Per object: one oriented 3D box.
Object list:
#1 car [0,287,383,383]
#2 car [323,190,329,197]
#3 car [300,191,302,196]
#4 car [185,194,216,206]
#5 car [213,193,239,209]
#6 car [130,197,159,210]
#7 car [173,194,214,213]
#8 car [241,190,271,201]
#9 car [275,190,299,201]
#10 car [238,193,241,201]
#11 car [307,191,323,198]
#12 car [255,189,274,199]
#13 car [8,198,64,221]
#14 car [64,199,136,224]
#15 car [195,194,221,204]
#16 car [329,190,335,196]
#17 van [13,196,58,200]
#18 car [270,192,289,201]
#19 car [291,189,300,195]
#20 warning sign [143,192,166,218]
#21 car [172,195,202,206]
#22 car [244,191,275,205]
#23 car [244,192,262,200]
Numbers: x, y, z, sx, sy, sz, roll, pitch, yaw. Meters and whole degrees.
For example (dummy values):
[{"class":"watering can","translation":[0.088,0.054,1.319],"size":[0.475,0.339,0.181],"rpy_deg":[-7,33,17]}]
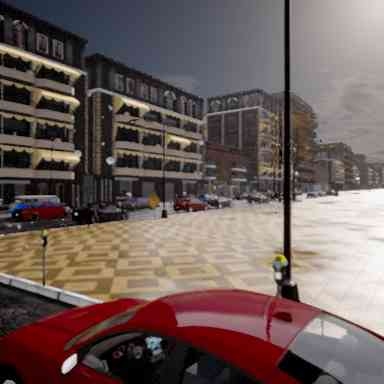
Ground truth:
[{"class":"car","translation":[0.056,1.554,2.824],"size":[4.507,1.381,1.887],"rpy_deg":[0,0,35]},{"class":"car","translation":[28.380,0.488,73.882],"size":[2.008,1.369,4.403],"rpy_deg":[1,2,35]},{"class":"car","translation":[27.802,0.299,87.810],"size":[1.887,1.381,4.507],"rpy_deg":[1,2,35]},{"class":"car","translation":[1.221,1.063,44.675],"size":[1.812,1.442,4.674],"rpy_deg":[0,1,35]},{"class":"car","translation":[3.094,1.176,37.202],"size":[2.008,1.369,4.403],"rpy_deg":[1,2,35]},{"class":"car","translation":[-5.678,1.275,34.699],"size":[2.033,1.411,5.357],"rpy_deg":[0,1,34]},{"class":"car","translation":[-0.067,1.257,32.617],"size":[1.887,1.381,4.507],"rpy_deg":[1,2,35]},{"class":"car","translation":[10.143,0.861,52.012],"size":[2.128,1.511,4.902],"rpy_deg":[0,1,35]},{"class":"car","translation":[15.834,0.802,55.683],"size":[1.752,1.417,4.829],"rpy_deg":[1,2,35]},{"class":"car","translation":[8.838,0.833,60.300],"size":[1.947,1.339,4.313],"rpy_deg":[1,2,35]},{"class":"car","translation":[25.220,0.573,69.299],"size":[2.008,1.369,4.403],"rpy_deg":[1,2,35]},{"class":"car","translation":[15.161,0.411,69.465],"size":[2.192,1.841,5.009],"rpy_deg":[1,2,35]},{"class":"car","translation":[-11.693,1.458,25.974],"size":[1.994,1.385,4.181],"rpy_deg":[0,1,34]},{"class":"car","translation":[-6.388,1.454,23.448],"size":[1.947,1.339,4.313],"rpy_deg":[1,2,35]},{"class":"car","translation":[2.516,0.990,51.130],"size":[2.008,1.369,4.403],"rpy_deg":[1,2,35]},{"class":"car","translation":[34.702,0.207,83.050],"size":[1.967,1.590,4.097],"rpy_deg":[1,2,35]},{"class":"van","translation":[-13.286,1.216,28.200],"size":[1.690,1.788,3.998],"rpy_deg":[1,2,35]},{"class":"car","translation":[16.038,0.714,60.570],"size":[1.837,1.490,4.892],"rpy_deg":[0,1,35]},{"class":"car","translation":[24.643,0.155,83.219],"size":[2.192,1.841,5.009],"rpy_deg":[1,2,35]},{"class":"warning sign","translation":[-2.777,0.960,24.543],"size":[1.300,1.860,1.060],"rpy_deg":[-1,-1,35]},{"class":"car","translation":[-0.644,1.092,46.545],"size":[1.947,1.339,4.313],"rpy_deg":[1,2,35]},{"class":"car","translation":[9.415,1.003,46.372],"size":[2.008,1.369,4.403],"rpy_deg":[1,2,35]},{"class":"car","translation":[11.902,0.709,64.744],"size":[1.752,1.417,4.829],"rpy_deg":[1,2,35]}]
